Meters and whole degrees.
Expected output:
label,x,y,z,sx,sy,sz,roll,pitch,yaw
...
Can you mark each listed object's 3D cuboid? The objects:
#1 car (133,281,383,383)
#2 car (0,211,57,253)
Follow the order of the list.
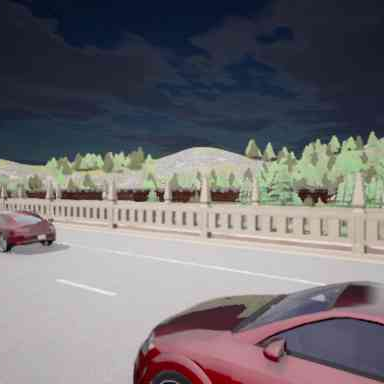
label,x,y,z,sx,sy,sz,roll,pitch,yaw
car,1.451,1.563,2.957,4.181,1.385,1.994,0,0,36
car,-7.399,1.493,13.575,4.674,1.442,1.812,0,0,36
